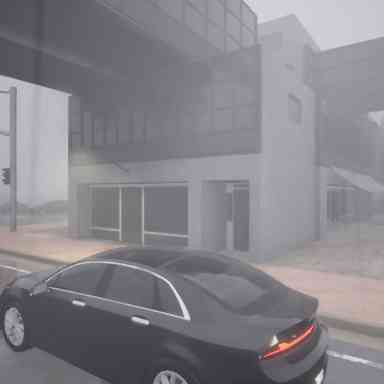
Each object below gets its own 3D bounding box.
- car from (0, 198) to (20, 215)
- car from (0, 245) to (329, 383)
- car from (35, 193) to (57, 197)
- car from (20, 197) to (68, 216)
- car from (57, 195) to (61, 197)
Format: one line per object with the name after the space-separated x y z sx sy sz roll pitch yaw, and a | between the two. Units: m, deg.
-18.329 1.564 33.134 1.994 1.385 4.181 0 0 36 | car
-0.773 1.505 4.544 4.892 1.490 1.837 0 0 36 | car
-31.186 1.153 69.859 4.605 1.855 1.932 0 0 35 | car
-13.952 1.505 33.186 1.837 1.490 4.892 0 0 36 | car
-29.458 1.364 72.184 3.905 1.438 1.784 0 0 35 | car
